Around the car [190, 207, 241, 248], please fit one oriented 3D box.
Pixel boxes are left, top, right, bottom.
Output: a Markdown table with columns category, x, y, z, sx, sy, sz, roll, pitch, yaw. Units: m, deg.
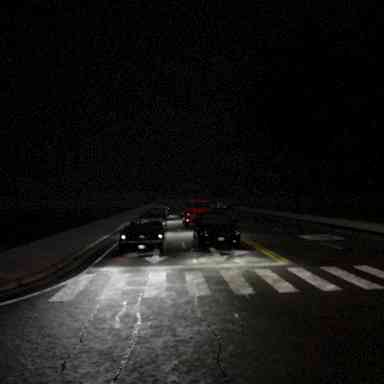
| category | x | y | z | sx | sy | sz | roll | pitch | yaw |
| --- | --- | --- | --- | --- | --- | --- | --- | --- | --- |
| car | 1.099 | 1.710 | 16.257 | 1.882 | 1.535 | 5.008 | -1 | -1 | -3 |

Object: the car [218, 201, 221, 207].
| category | x | y | z | sx | sy | sz | roll | pitch | yaw |
| --- | --- | --- | --- | --- | --- | --- | --- | --- | --- |
| car | 2.433 | 2.039 | 47.310 | 2.097 | 1.767 | 4.553 | -1 | -1 | -3 |

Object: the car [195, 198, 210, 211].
| category | x | y | z | sx | sy | sz | roll | pitch | yaw |
| --- | --- | --- | --- | --- | --- | --- | --- | --- | --- |
| car | 1.725 | 2.082 | 57.110 | 2.150 | 2.045 | 5.566 | -1 | -1 | -4 |

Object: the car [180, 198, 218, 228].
| category | x | y | z | sx | sy | sz | roll | pitch | yaw |
| --- | --- | --- | --- | --- | --- | --- | --- | --- | --- |
| car | 0.421 | 1.614 | 26.394 | 2.150 | 2.045 | 5.566 | -1 | -1 | -4 |

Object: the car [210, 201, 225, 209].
| category | x | y | z | sx | sy | sz | roll | pitch | yaw |
| --- | --- | --- | --- | --- | --- | --- | --- | --- | --- |
| car | 4.750 | 2.389 | 62.225 | 2.128 | 1.511 | 4.902 | -1 | -1 | -4 |

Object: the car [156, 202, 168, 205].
| category | x | y | z | sx | sy | sz | roll | pitch | yaw |
| --- | --- | --- | --- | --- | --- | --- | --- | --- | --- |
| car | -3.360 | 2.101 | 34.405 | 1.812 | 1.442 | 4.674 | -1 | -1 | -4 |

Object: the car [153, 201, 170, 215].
| category | x | y | z | sx | sy | sz | roll | pitch | yaw |
| --- | --- | --- | --- | --- | --- | --- | --- | --- | --- |
| car | -4.003 | 2.099 | 44.588 | 2.097 | 1.767 | 4.553 | -1 | -1 | -3 |

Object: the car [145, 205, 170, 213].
| category | x | y | z | sx | sy | sz | roll | pitch | yaw |
| --- | --- | --- | --- | --- | --- | --- | --- | --- | --- |
| car | -2.728 | 1.968 | 24.845 | 2.033 | 1.411 | 5.357 | -1 | -1 | -4 |

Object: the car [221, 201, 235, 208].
| category | x | y | z | sx | sy | sz | roll | pitch | yaw |
| --- | --- | --- | --- | --- | --- | --- | --- | --- | --- |
| car | 5.402 | 2.323 | 52.367 | 1.895 | 1.301 | 4.718 | -1 | -1 | -4 |

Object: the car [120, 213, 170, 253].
| category | x | y | z | sx | sy | sz | roll | pitch | yaw |
| --- | --- | --- | --- | --- | --- | --- | --- | --- | --- |
| car | -2.090 | 1.869 | 15.219 | 1.895 | 1.301 | 4.718 | -1 | -1 | -3 |
